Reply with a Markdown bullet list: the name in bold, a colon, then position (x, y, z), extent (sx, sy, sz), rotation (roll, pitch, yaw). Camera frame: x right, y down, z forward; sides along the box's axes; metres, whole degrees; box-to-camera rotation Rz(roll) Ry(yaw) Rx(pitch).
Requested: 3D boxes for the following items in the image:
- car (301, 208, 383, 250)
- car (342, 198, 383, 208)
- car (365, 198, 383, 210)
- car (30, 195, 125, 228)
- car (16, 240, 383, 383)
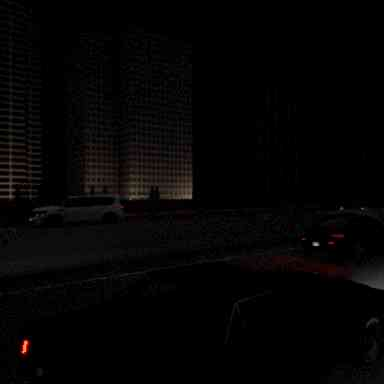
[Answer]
- **car**: position (5.958, 1.522, 12.298), extent (4.674, 1.442, 1.812), rotation (0, 0, -36)
- **car**: position (13.848, 1.343, 26.768), extent (4.553, 1.767, 2.097), rotation (0, 0, -35)
- **car**: position (24.936, 1.532, 43.264), extent (5.357, 1.411, 2.033), rotation (0, 0, -35)
- **car**: position (-6.925, 1.220, 20.567), extent (5.566, 2.045, 2.150), rotation (0, 0, -35)
- **car**: position (0.572, 1.600, 4.155), extent (4.718, 1.301, 1.895), rotation (0, 0, -36)
